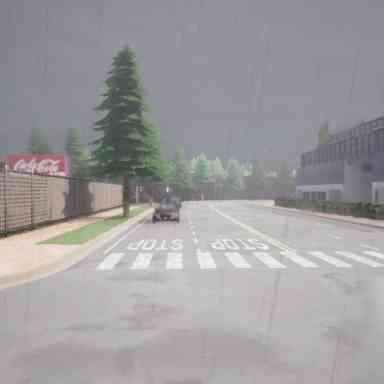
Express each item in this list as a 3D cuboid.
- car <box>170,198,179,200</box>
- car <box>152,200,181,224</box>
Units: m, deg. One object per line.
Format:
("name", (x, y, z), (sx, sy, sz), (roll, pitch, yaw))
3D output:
("car", (-2.605, 1.559, 49.614), (1.994, 1.385, 4.181), (0, 0, -2))
("car", (-1.863, 1.573, 24.723), (1.994, 1.385, 4.181), (0, 0, -2))
